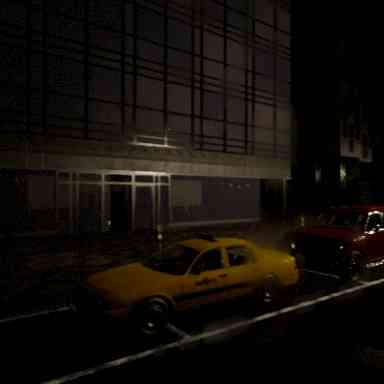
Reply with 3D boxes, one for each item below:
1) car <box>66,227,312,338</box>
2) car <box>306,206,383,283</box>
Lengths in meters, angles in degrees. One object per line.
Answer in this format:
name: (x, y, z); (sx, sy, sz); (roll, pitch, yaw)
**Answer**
car: (0.103, 1.542, 6.610); (4.829, 1.417, 1.752); (0, 0, -36)
car: (4.831, 1.362, 9.985); (5.009, 1.841, 2.192); (0, 0, -36)
